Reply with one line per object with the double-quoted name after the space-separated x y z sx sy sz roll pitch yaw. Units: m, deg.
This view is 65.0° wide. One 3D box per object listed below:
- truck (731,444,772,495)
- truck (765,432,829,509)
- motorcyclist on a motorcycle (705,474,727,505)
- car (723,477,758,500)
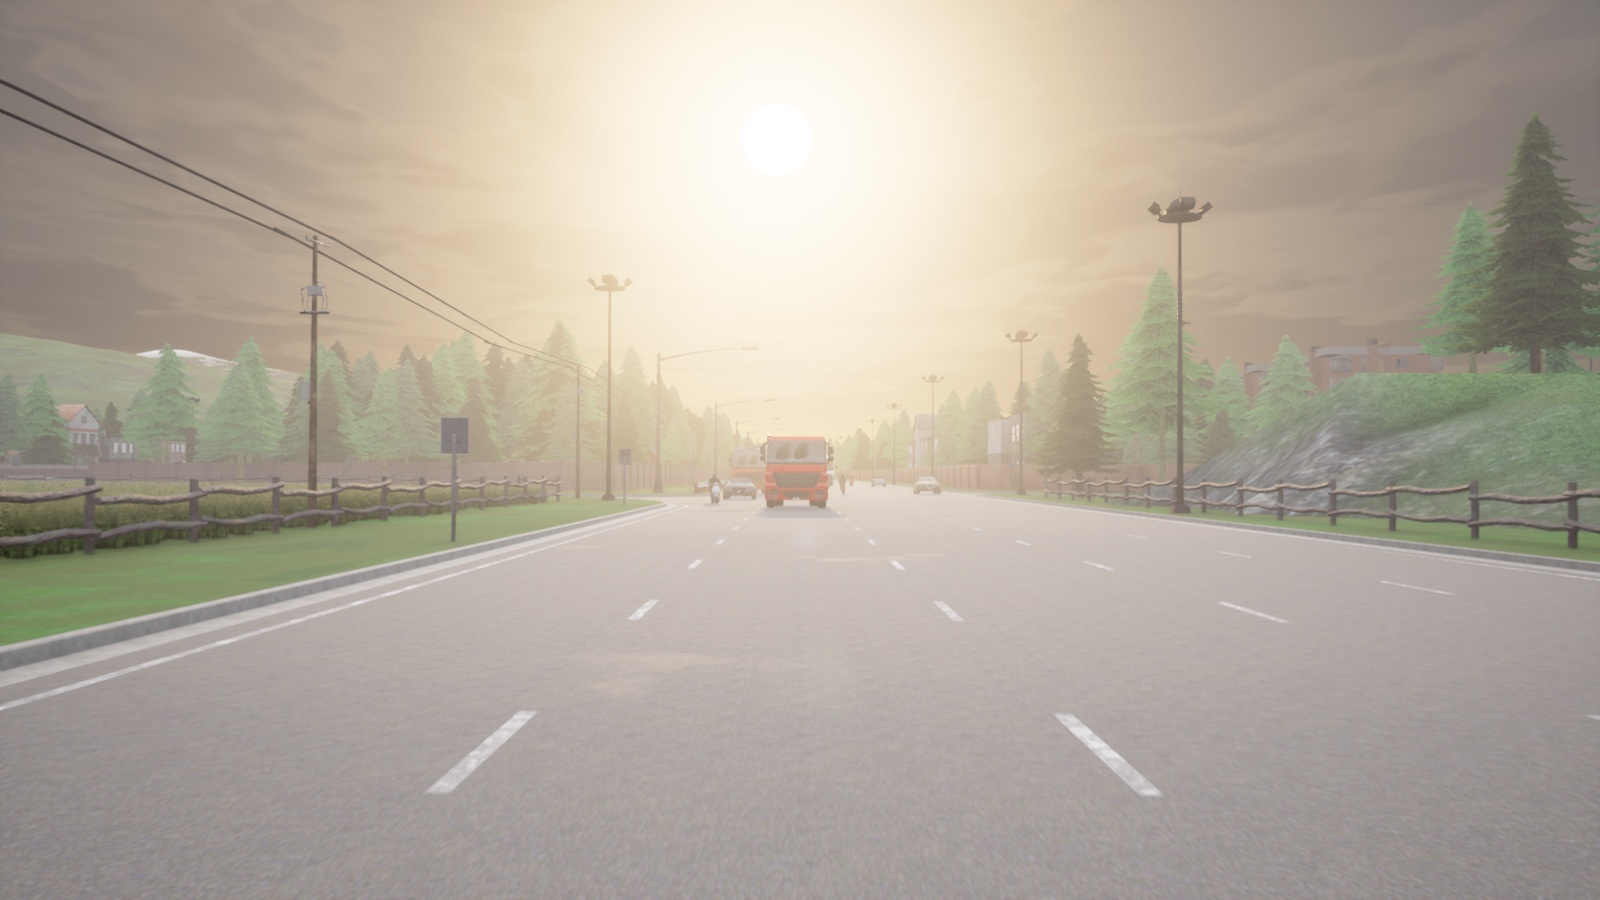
-3.748 1.551 98.540 2.891 3.827 8.468 0 -1 0 "truck"
-0.154 0.997 60.707 2.891 3.462 7.936 0 -1 0 "truck"
-4.364 2.031 65.014 0.866 1.590 1.817 -1 -1 -13 "motorcyclist on a motorcycle"
-3.694 2.394 78.360 1.994 1.385 4.181 0 -1 0 "car"
